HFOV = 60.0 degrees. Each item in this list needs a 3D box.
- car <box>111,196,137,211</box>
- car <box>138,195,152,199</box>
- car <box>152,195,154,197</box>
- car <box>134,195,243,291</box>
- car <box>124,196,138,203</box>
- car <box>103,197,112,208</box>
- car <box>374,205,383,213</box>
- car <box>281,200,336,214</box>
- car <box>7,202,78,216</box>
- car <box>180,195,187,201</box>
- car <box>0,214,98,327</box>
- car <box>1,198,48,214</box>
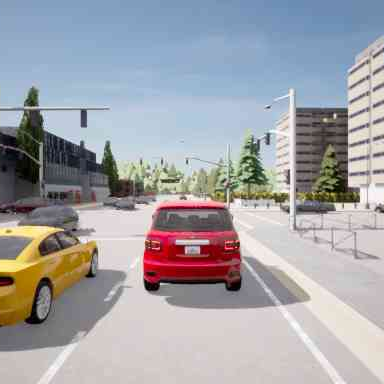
[{"bbox_3d":[-8.121,1.504,40.665,1.837,1.490,4.892,0,0,-2],"label":"car"},{"bbox_3d":[-8.611,1.503,57.880,1.837,1.490,4.892,0,0,-1],"label":"car"},{"bbox_3d":[-8.972,1.522,73.825,2.128,1.511,4.902,0,0,-2],"label":"car"},{"bbox_3d":[0.016,1.221,9.135,2.150,2.045,5.566,0,0,0],"label":"car"},{"bbox_3d":[-12.313,1.492,67.811,2.128,1.511,4.902,0,0,-1],"label":"car"},{"bbox_3d":[-11.892,1.504,49.317,1.837,1.490,4.892,0,0,-2],"label":"car"},{"bbox_3d":[22.166,1.547,34.908,5.357,1.411,2.033,0,0,-2],"label":"car"},{"bbox_3d":[12.083,1.547,34.603,5.357,1.411,2.033,0,0,-2],"label":"car"},{"bbox_3d":[-7.330,1.505,17.387,1.837,1.490,4.892,0,0,-1],"label":"car"},{"bbox_3d":[-2.338,1.523,87.216,1.812,1.442,4.674,0,0,-2],"label":"car"},{"bbox_3d":[-3.478,1.478,7.147,1.882,1.535,5.008,0,0,0],"label":"car"},{"bbox_3d":[-16.529,1.352,33.268,4.553,1.767,2.097,0,-1,-25],"label":"car"}]
